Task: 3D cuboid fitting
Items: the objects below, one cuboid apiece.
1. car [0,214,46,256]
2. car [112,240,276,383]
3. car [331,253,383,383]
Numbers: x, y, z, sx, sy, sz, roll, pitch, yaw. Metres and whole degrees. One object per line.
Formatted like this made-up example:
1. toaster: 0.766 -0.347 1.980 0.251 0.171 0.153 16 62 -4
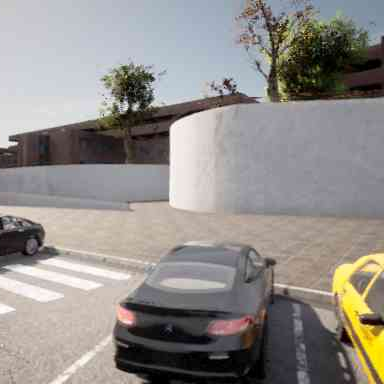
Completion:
1. car: -6.909 1.493 10.736 2.231 1.521 4.892 0 -1 15
2. car: 0.362 1.529 5.534 2.002 1.452 4.674 0 -1 15
3. car: 2.746 1.487 3.626 1.946 1.575 5.366 1 -1 15
